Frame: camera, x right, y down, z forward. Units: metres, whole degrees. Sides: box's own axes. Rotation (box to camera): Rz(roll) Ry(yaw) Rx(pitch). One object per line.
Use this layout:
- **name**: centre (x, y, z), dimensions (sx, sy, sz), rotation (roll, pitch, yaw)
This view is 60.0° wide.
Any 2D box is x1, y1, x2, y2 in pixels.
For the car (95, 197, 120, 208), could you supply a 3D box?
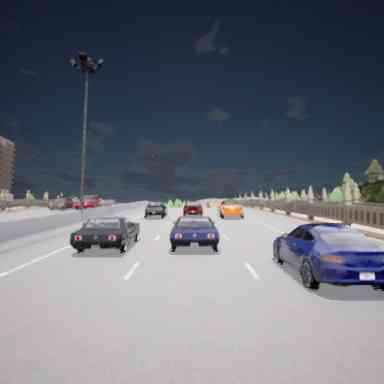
- **car**: centre (-10.591, 1.701, 42.962), dimensions (1.882, 1.535, 5.008), rotation (0, 0, 0)

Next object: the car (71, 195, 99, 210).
- **car**: centre (-14.083, 1.459, 45.257), dimensions (2.150, 2.045, 5.566), rotation (0, -1, 0)

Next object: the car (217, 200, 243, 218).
- **car**: centre (3.594, 1.517, 31.839), dimensions (2.097, 1.767, 4.553), rotation (0, 0, 0)

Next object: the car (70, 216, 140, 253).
- **car**: centre (-3.403, 1.673, 13.998), dimensions (1.895, 1.301, 4.718), rotation (0, 0, 0)

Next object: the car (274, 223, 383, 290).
- **car**: centre (3.596, 1.572, 9.126), dimensions (1.812, 1.442, 4.674), rotation (0, 0, 0)

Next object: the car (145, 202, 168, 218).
- **car**: centre (-3.406, 1.659, 32.114), dimensions (2.128, 1.511, 4.902), rotation (0, 0, 0)

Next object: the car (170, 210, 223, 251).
- **car**: centre (0.097, 1.676, 14.527), dimensions (1.895, 1.301, 4.718), rotation (0, 0, 0)

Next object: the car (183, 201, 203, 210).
- **car**: centre (0.094, 1.650, 33.113), dimensions (1.882, 1.535, 5.008), rotation (0, 0, 0)

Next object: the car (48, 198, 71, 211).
- **car**: centre (-17.583, 1.585, 44.969), dimensions (2.097, 1.767, 4.553), rotation (0, 0, 0)
